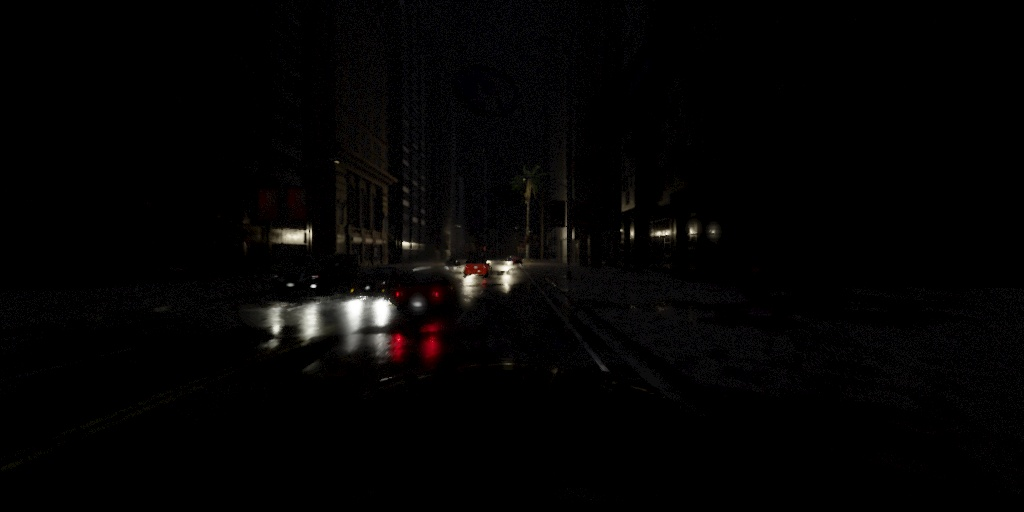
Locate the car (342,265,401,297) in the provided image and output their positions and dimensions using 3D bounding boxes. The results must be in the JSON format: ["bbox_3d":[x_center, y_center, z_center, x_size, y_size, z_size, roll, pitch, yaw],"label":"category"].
[{"bbox_3d":[-6.596,1.257,18.360,1.994,1.385,4.181,0,0,0],"label":"car"}]

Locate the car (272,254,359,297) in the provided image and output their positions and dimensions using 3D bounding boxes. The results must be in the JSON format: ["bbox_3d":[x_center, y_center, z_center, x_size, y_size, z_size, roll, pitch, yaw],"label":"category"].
[{"bbox_3d":[-9.847,0.913,18.692,2.150,2.045,5.566,0,0,0],"label":"car"}]

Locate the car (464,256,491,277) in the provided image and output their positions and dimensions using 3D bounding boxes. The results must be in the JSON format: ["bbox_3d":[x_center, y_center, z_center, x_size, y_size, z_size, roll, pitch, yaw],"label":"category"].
[{"bbox_3d":[-3.146,0.994,33.382,2.097,1.767,4.553,0,0,0],"label":"car"}]

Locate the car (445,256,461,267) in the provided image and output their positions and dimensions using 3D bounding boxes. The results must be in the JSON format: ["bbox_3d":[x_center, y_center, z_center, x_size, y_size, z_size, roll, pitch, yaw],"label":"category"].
[{"bbox_3d":[-9.773,1.102,59.828,2.033,1.411,5.357,0,0,1],"label":"car"}]

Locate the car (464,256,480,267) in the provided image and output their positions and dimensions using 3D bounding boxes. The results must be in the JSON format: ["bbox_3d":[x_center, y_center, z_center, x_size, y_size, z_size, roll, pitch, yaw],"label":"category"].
[{"bbox_3d":[-6.534,0.907,59.627,2.097,1.767,4.553,0,0,1],"label":"car"}]

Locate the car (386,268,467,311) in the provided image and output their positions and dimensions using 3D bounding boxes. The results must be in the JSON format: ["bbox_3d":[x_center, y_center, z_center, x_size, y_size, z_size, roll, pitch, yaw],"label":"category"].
[{"bbox_3d":[-3.148,1.308,14.224,1.895,1.301,4.718,0,0,0],"label":"car"}]
